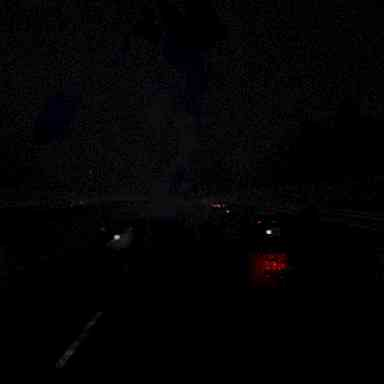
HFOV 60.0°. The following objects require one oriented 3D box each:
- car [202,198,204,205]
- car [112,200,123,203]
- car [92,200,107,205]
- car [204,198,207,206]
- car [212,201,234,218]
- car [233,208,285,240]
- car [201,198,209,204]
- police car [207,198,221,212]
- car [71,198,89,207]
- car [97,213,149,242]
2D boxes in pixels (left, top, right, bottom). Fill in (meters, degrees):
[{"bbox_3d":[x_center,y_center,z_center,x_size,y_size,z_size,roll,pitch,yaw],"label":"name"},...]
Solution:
[{"bbox_3d":[3.489,2.235,67.618,1.895,1.301,4.718,0,-1,0],"label":"car"},{"bbox_3d":[-14.016,2.188,62.589,1.895,1.301,4.718,0,-1,0],"label":"car"},{"bbox_3d":[-17.515,2.154,63.289,1.994,1.385,4.181,0,0,0],"label":"car"},{"bbox_3d":[3.491,2.035,56.583,1.837,1.490,4.892,0,-1,0],"label":"car"},{"bbox_3d":[3.494,1.887,34.571,1.994,1.385,4.181,0,-1,0],"label":"car"},{"bbox_3d":[3.597,1.672,17.995,1.837,1.490,4.892,0,-1,0],"label":"car"},{"bbox_3d":[3.486,2.324,89.791,1.801,1.575,5.366,0,-1,0],"label":"car"},{"bbox_3d":[3.493,1.931,45.578,2.038,1.542,4.974,0,-1,0],"label":"police car"},{"bbox_3d":[-21.016,1.939,62.483,2.097,1.767,4.553,0,-1,0],"label":"car"},{"bbox_3d":[-3.403,1.764,17.324,1.895,1.301,4.718,0,-1,0],"label":"car"}]
